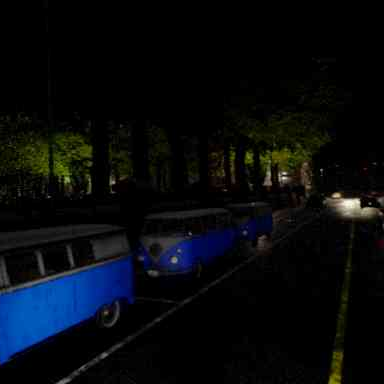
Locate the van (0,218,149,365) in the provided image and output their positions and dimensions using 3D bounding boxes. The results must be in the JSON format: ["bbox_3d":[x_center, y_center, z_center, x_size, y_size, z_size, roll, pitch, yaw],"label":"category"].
[{"bbox_3d":[-2.539,1.463,4.855,1.690,1.788,3.998,-2,-1,26],"label":"van"}]

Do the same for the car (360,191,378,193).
[{"bbox_3d":[25.589,1.009,48.801,2.128,1.511,4.902,-2,0,26],"label":"car"}]

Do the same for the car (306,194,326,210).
[{"bbox_3d":[15.059,1.124,40.335,2.192,1.841,5.009,-2,0,26],"label":"car"}]

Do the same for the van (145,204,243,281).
[{"bbox_3d":[-0.025,1.421,9.924,1.690,1.788,3.998,-2,-1,26],"label":"van"}]

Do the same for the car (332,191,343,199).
[{"bbox_3d":[34.400,0.947,79.319,1.752,1.417,4.829,-2,0,26],"label":"car"}]

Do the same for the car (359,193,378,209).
[{"bbox_3d":[20.061,1.190,37.592,1.994,1.385,4.181,-2,0,27],"label":"car"}]

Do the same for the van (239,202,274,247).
[{"bbox_3d":[2.489,1.379,14.992,1.690,1.788,3.998,-2,-1,26],"label":"van"}]

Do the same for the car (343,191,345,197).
[{"bbox_3d":[36.898,0.924,84.354,2.008,1.369,4.403,-2,0,26],"label":"car"}]

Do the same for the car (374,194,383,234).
[{"bbox_3d":[11.023,1.128,17.421,2.097,1.767,4.553,-2,0,26],"label":"car"}]
